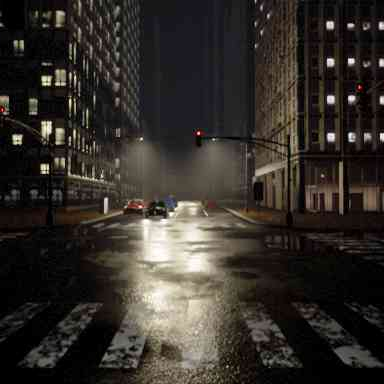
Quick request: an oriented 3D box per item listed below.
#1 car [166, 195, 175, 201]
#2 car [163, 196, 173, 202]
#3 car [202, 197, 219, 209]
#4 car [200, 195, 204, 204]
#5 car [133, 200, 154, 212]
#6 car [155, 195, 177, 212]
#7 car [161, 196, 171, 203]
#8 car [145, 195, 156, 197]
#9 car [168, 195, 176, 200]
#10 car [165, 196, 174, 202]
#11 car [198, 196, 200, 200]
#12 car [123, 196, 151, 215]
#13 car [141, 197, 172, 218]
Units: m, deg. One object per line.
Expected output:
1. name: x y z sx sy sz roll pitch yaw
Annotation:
1. car: -5.713 1.638 89.489 2.008 1.369 4.403 1 0 0
2. car: -5.708 1.626 78.338 2.008 1.369 4.403 1 0 0
3. car: 2.685 1.625 44.953 1.802 1.307 4.206 1 0 0
4. car: 2.682 1.579 56.278 1.752 1.417 4.829 1 0 0
5. car: -5.693 1.619 39.312 1.802 1.307 4.206 1 0 0
6. car: -3.113 1.515 39.825 1.882 1.535 5.008 0 0 0
7. car: -5.706 1.615 72.763 1.887 1.381 4.507 1 0 0
8. car: -5.690 1.358 44.888 2.192 1.841 5.009 1 0 0
9. car: -5.716 1.659 95.064 1.947 1.339 4.313 1 0 0
10. car: -5.710 1.626 83.913 1.887 1.381 4.507 1 0 0
11. car: 2.679 1.625 61.686 1.947 1.339 4.313 1 0 0
12. car: -5.688 1.472 33.737 1.967 1.590 4.097 1 0 0
13. car: -3.111 1.533 30.320 1.837 1.490 4.892 0 0 0
